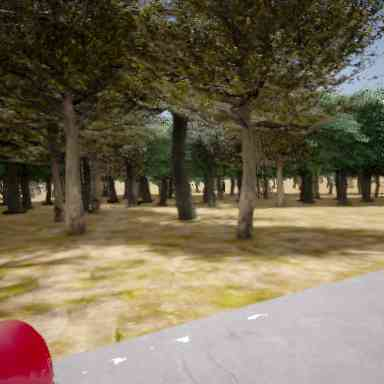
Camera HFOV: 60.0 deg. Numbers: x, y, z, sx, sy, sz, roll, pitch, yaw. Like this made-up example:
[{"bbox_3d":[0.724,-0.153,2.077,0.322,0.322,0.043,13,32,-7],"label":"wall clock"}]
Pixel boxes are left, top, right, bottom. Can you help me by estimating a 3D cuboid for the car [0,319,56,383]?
[{"bbox_3d":[-3.085,1.483,1.128,5.008,1.535,1.882,0,0,-36],"label":"car"}]
